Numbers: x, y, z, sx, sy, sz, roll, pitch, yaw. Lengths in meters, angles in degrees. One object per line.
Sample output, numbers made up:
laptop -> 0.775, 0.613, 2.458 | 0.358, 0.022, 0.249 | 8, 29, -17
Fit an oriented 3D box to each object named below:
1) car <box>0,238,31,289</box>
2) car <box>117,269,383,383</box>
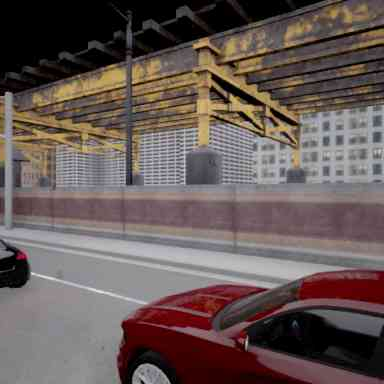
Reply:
car -> -5.765, 1.564, 8.027 | 4.181, 1.385, 1.994 | 0, 0, 36
car -> 1.480, 1.478, 2.934 | 5.008, 1.535, 1.882 | 0, 0, 35
